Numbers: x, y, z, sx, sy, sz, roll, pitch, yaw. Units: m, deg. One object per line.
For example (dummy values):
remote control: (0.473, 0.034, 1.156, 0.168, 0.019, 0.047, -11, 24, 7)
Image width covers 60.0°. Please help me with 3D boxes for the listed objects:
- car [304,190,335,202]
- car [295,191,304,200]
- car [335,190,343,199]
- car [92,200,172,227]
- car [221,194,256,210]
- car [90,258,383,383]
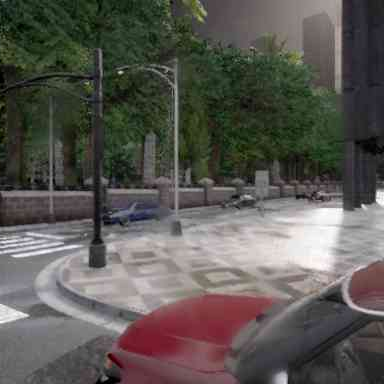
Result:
car: (16.451, 0.523, 42.880, 1.812, 1.442, 4.674, 0, 1, 38)
car: (16.449, 0.508, 48.127, 1.895, 1.301, 4.718, 0, 1, 36)
car: (22.396, 0.359, 51.249, 1.895, 1.301, 4.718, 0, 1, 36)
car: (-3.498, 1.217, 20.600, 2.033, 1.411, 5.357, 0, 1, 36)
car: (4.535, 0.895, 31.748, 1.812, 1.442, 4.674, 0, 2, 36)
car: (1.589, 1.315, 1.831, 5.009, 1.841, 2.192, 0, 0, 35)
